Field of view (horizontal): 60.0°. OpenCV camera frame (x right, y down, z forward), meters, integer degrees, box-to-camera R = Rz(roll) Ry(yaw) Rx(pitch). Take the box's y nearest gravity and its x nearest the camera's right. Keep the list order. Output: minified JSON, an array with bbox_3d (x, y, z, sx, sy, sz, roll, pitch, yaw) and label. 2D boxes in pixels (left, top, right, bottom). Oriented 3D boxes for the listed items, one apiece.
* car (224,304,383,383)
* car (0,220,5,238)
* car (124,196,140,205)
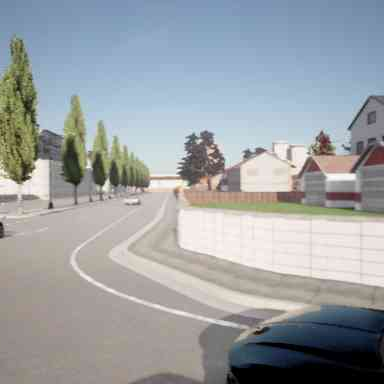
[{"bbox_3d":[2.541,1.424,1.921,5.008,1.535,1.882,0,1,36],"label":"car"},{"bbox_3d":[-9.615,1.472,13.905,1.812,1.442,4.674,-1,1,-7],"label":"car"},{"bbox_3d":[-8.396,1.174,46.924,1.895,1.301,4.718,-1,1,-4],"label":"car"}]
